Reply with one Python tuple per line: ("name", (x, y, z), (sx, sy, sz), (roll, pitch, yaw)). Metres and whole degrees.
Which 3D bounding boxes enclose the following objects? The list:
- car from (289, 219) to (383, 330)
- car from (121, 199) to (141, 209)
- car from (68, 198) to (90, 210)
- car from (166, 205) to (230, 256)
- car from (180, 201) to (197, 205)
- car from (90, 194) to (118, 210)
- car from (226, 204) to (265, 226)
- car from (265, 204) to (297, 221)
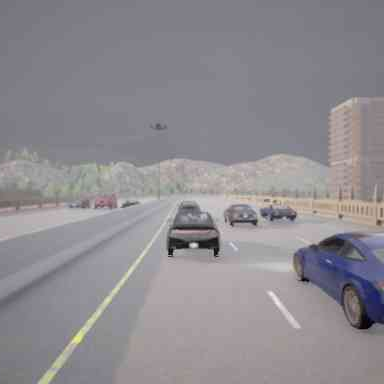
("car", (3.545, 1.528, 6.782), (1.812, 1.442, 4.674), (0, 0, 0))
("car", (-7.884, 1.612, 43.181), (1.895, 1.301, 4.718), (0, 0, -1))
("car", (-14.915, 1.504, 44.360), (2.128, 1.511, 4.902), (0, 0, -1))
("car", (0.037, 1.495, 13.070), (2.128, 1.511, 4.902), (0, 0, 0))
("car", (-0.291, 1.512, 28.539), (1.837, 1.490, 4.892), (0, 0, -1))
("car", (-11.418, 1.236, 44.457), (2.150, 2.045, 5.566), (0, 0, -1))
("car", (3.330, 1.554, 23.430), (2.033, 1.411, 5.357), (0, 0, -1))
("car", (6.758, 1.609, 26.724), (1.895, 1.301, 4.718), (0, 0, -1))
